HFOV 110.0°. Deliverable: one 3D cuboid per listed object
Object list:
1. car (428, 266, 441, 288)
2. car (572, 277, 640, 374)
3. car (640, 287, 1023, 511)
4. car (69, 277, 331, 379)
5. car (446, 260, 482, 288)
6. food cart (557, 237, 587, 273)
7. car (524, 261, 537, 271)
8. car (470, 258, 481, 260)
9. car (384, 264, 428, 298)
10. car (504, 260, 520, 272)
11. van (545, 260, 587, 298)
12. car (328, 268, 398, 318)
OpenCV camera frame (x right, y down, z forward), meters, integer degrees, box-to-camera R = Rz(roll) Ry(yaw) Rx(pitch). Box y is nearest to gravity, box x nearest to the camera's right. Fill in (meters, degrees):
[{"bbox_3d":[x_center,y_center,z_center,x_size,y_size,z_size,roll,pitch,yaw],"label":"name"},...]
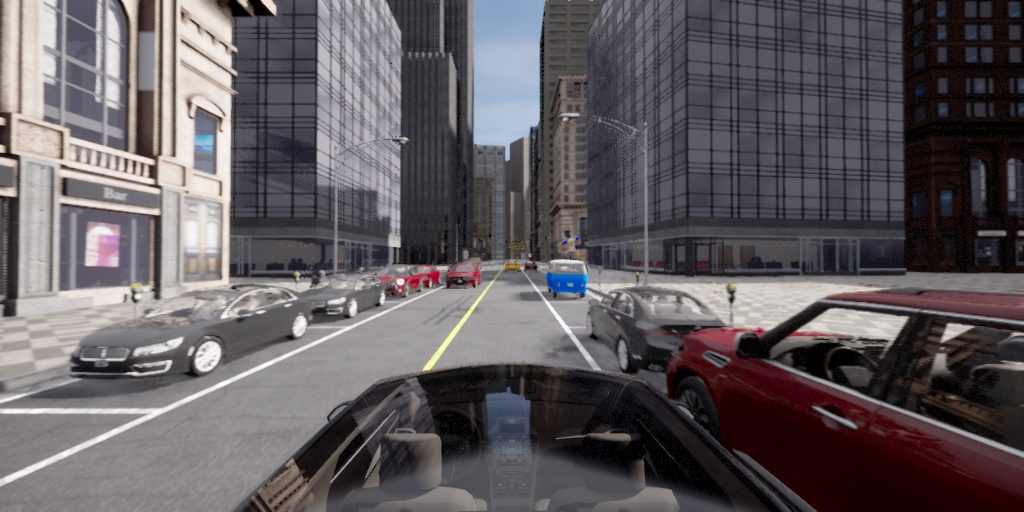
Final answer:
[{"bbox_3d":[-5.866,1.296,23.669,1.888,1.381,4.507,0,0,0],"label":"car"},{"bbox_3d":[2.666,1.297,7.288,2.007,1.370,4.403,0,0,0],"label":"car"},{"bbox_3d":[2.668,1.065,1.828,2.192,1.841,5.009,0,0,0],"label":"car"},{"bbox_3d":[-5.859,1.296,7.292,2.007,1.370,4.403,0,0,0],"label":"car"},{"bbox_3d":[-3.105,1.229,23.784,1.882,1.535,5.008,0,0,0],"label":"car"},{"bbox_3d":[5.623,0.229,31.482,2.280,3.560,4.660,0,0,0],"label":"food cart"},{"bbox_3d":[2.649,1.367,50.964,1.888,1.381,4.507,0,0,0],"label":"car"},{"bbox_3d":[-5.876,1.347,50.793,1.751,1.417,4.829,0,0,0],"label":"car"},{"bbox_3d":[-5.863,1.186,18.210,1.967,1.591,4.097,0,0,0],"label":"car"},{"bbox_3d":[0.041,1.283,46.615,1.882,1.535,5.008,0,-1,0],"label":"car"},{"bbox_3d":[2.662,1.087,18.208,1.690,1.789,3.998,0,0,0],"label":"van"},{"bbox_3d":[-5.861,1.295,12.751,2.007,1.370,4.403,0,0,0],"label":"car"}]
